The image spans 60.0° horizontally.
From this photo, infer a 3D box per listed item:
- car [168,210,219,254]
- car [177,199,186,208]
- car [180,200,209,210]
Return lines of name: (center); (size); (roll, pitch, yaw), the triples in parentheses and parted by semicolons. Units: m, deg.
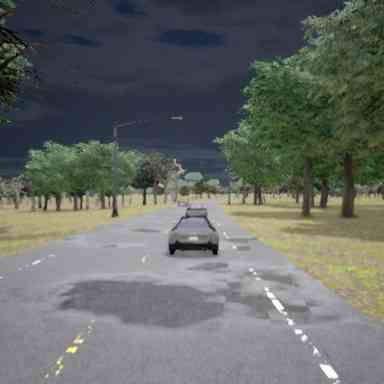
car: (0.087, 1.703, 14.249); (1.994, 1.385, 4.181); (0, 0, 1)
car: (-1.648, 2.087, 60.196); (2.128, 1.511, 4.902); (0, -1, 4)
car: (0.417, 1.776, 29.194); (2.128, 1.511, 4.902); (0, 0, 2)
